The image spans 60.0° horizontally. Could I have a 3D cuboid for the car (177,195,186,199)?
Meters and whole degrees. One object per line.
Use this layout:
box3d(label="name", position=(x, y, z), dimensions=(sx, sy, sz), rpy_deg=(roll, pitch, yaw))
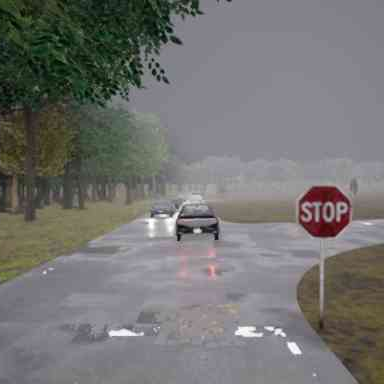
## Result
box3d(label="car", position=(-2.293, 1.324, 49.971), dimensions=(2.033, 1.411, 5.357), rpy_deg=(0, 0, 0))

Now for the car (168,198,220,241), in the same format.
box3d(label="car", position=(0.246, 1.288, 15.650), dimensions=(2.128, 1.511, 4.902), rpy_deg=(-2, 1, 1))

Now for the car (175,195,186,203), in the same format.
box3d(label="car", position=(-2.105, 1.253, 62.375), dimensions=(1.812, 1.442, 4.674), rpy_deg=(0, 0, 1))

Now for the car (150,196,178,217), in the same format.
box3d(label="car", position=(-2.520, 1.362, 29.294), dimensions=(1.837, 1.490, 4.892), rpy_deg=(0, 0, 1))

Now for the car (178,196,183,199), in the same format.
box3d(label="car", position=(-2.407, 1.417, 39.374), dimensions=(1.895, 1.301, 4.718), rpy_deg=(0, 0, 1))

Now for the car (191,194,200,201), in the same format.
box3d(label="car", position=(0.764, 1.159, 71.790), dimensions=(1.882, 1.535, 5.008), rpy_deg=(0, 0, 1))

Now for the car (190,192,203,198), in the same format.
box3d(label="car", position=(0.757, 0.953, 61.437), dimensions=(2.150, 2.045, 5.566), rpy_deg=(0, 0, 0))
